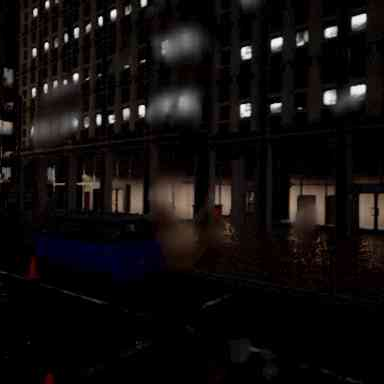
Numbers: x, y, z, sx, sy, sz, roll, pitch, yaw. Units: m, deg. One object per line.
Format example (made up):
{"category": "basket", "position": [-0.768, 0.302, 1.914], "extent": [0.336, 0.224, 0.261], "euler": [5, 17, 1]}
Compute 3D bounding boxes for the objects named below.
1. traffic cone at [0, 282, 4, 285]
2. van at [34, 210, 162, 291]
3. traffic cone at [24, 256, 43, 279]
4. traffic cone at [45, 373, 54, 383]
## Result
{"category": "traffic cone", "position": [-4.928, 2.025, 8.292], "extent": [0.340, 0.580, 0.340], "euler": [0, -1, 37]}
{"category": "van", "position": [-2.673, 1.437, 9.056], "extent": [3.998, 1.788, 1.690], "euler": [0, 0, 37]}
{"category": "traffic cone", "position": [-4.329, 2.039, 9.091], "extent": [0.340, 0.580, 0.340], "euler": [0, -1, 37]}
{"category": "traffic cone", "position": [-1.328, 1.988, 3.092], "extent": [0.340, 0.580, 0.340], "euler": [0, -1, 37]}
